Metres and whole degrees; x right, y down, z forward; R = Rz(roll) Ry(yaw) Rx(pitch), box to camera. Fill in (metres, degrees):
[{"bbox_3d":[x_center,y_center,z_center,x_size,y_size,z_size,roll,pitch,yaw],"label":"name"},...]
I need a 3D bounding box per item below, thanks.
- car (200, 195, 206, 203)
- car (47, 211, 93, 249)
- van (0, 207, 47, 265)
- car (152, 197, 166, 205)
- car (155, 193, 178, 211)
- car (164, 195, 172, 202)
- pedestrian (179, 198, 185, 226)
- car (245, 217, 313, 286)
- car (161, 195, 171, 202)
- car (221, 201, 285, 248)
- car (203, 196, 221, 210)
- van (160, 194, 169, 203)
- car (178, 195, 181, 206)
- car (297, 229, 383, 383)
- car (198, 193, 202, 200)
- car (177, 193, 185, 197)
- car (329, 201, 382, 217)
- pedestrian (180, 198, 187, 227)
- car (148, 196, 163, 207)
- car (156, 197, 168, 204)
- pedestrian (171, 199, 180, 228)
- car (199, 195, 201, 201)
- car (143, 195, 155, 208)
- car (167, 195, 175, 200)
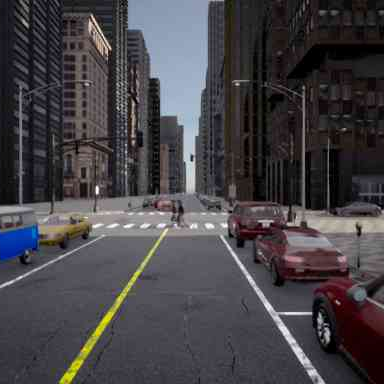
[{"bbox_3d":[2.755,1.557,53.038,2.008,1.369,4.403,0,0,0],"label":"car"},{"bbox_3d":[-5.766,1.525,14.603,1.752,1.417,4.829,0,0,0],"label":"car"},{"bbox_3d":[-5.766,1.341,9.095,1.690,1.788,3.998,0,0,0],"label":"van"},{"bbox_3d":[-5.771,1.574,58.670,1.947,1.339,4.313,0,0,0],"label":"car"},{"bbox_3d":[-3.046,1.355,40.709,2.097,1.767,4.553,0,0,-2],"label":"car"},{"bbox_3d":[-5.773,1.546,81.062,1.752,1.417,4.829,0,0,0],"label":"car"},{"bbox_3d":[-0.664,1.294,21.700,0.375,1.860,0.375,0,0,0],"label":"pedestrian"},{"bbox_3d":[2.759,1.581,9.106,1.802,1.307,4.206,0,0,0],"label":"car"},{"bbox_3d":[-5.773,1.457,75.591,1.967,1.590,4.097,0,0,0],"label":"car"},{"bbox_3d":[2.758,1.315,14.784,2.192,1.841,5.009,0,0,0],"label":"car"},{"bbox_3d":[2.756,1.554,41.757,2.008,1.369,4.403,0,0,0],"label":"car"},{"bbox_3d":[-5.773,1.354,69.950,1.690,1.788,3.998,0,0,0],"label":"van"},{"bbox_3d":[-3.092,1.607,53.124,1.895,1.301,4.718,0,0,0],"label":"car"},{"bbox_3d":[2.760,1.440,3.429,1.967,1.590,4.097,0,0,0],"label":"car"},{"bbox_3d":[2.753,1.453,69.960,1.967,1.590,4.097,0,0,0],"label":"car"},{"bbox_3d":[-3.009,1.560,69.142,2.033,1.411,5.357,0,0,0],"label":"car"},{"bbox_3d":[14.666,1.525,29.944,4.181,1.385,1.994,0,0,0],"label":"car"},{"bbox_3d":[-0.636,1.294,20.987,0.375,1.860,0.375,0,0,0],"label":"pedestrian"},{"bbox_3d":[-5.770,1.446,53.029,1.967,1.590,4.097,0,0,0],"label":"car"},{"bbox_3d":[-5.771,1.592,64.309,1.802,1.307,4.206,0,0,0],"label":"car"},{"bbox_3d":[-1.090,1.293,20.429,0.375,1.860,0.375,0,0,0],"label":"pedestrian"},{"bbox_3d":[2.754,1.553,58.679,1.887,1.381,4.507,0,0,0],"label":"car"},{"bbox_3d":[-5.770,1.319,47.387,2.192,1.841,5.009,0,0,0],"label":"car"},{"bbox_3d":[-5.774,1.596,92.513,1.947,1.339,4.313,0,0,0],"label":"car"}]
